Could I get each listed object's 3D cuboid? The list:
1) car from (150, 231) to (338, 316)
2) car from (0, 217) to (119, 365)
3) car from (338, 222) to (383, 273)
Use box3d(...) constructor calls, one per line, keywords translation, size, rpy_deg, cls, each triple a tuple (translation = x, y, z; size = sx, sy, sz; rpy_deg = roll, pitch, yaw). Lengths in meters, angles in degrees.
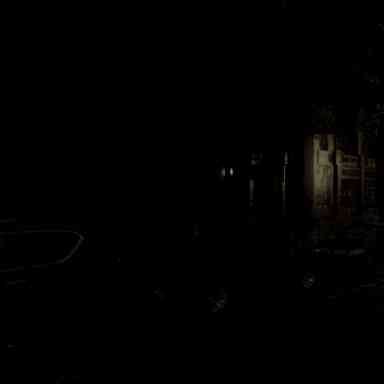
box3d(translation=(1.154, 1.605, 7.588), size=(4.313, 1.339, 1.947), rpy_deg=(1, 0, -36), cls="car")
box3d(translation=(-3.435, 1.312, 4.314), size=(5.009, 1.841, 2.192), rpy_deg=(1, 0, -36), cls="car")
box3d(translation=(5.743, 1.666, 10.863), size=(4.206, 1.307, 1.802), rpy_deg=(1, 0, -36), cls="car")
